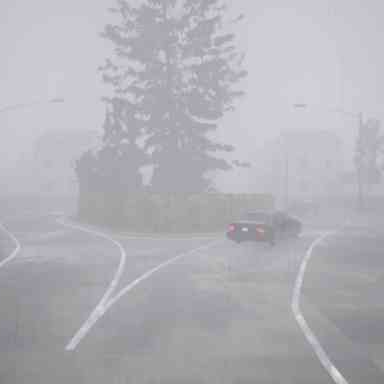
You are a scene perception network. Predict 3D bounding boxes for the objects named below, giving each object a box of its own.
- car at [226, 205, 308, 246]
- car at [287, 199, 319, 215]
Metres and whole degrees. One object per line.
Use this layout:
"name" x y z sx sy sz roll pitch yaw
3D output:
"car" 3.488 1.534 15.317 2.033 1.411 5.357 0 0 33
"car" 11.108 1.477 33.696 1.837 1.490 4.892 2 0 -5
